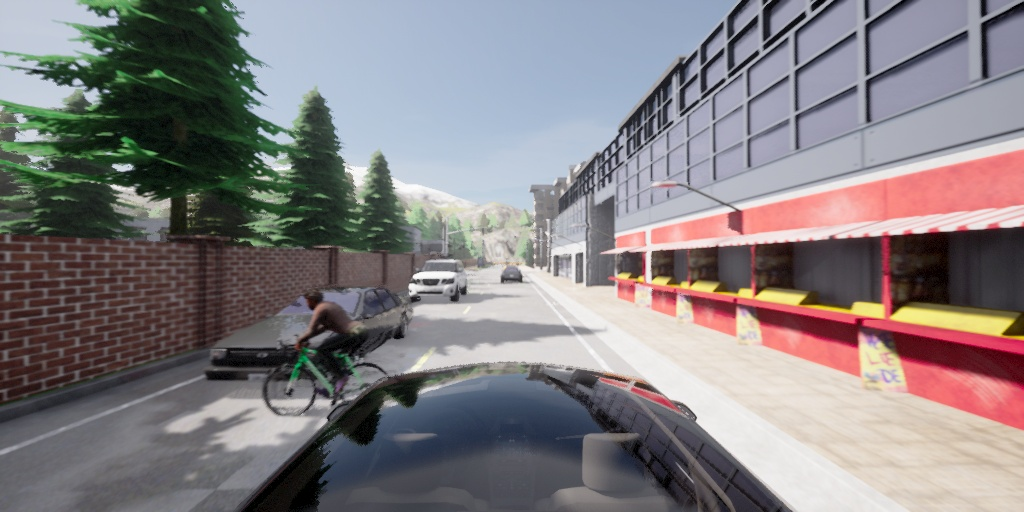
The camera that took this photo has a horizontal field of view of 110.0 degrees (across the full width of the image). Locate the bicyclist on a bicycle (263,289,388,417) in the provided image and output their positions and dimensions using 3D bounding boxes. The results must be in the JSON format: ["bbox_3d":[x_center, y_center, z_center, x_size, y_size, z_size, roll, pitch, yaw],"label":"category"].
[{"bbox_3d":[-2.343,1.240,4.546,1.656,1.620,0.582,-1,-1,0],"label":"bicyclist on a bicycle"}]

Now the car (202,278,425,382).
[{"bbox_3d":[-3.616,1.375,7.768,2.033,1.411,5.357,0,-1,0],"label":"car"}]

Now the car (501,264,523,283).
[{"bbox_3d":[-0.030,1.711,32.835,1.994,1.385,4.181,0,-1,0],"label":"car"}]

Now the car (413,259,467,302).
[{"bbox_3d":[-3.648,1.190,18.757,2.150,2.045,5.566,0,-1,0],"label":"car"}]
